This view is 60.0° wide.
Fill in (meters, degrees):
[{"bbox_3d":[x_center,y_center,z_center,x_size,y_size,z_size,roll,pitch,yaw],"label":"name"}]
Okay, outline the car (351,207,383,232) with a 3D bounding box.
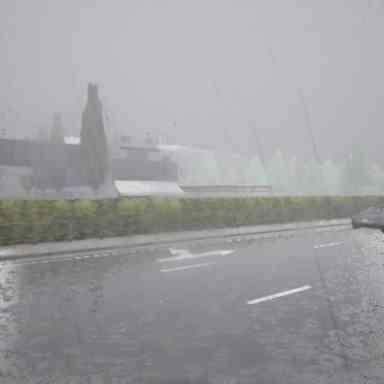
[{"bbox_3d":[11.804,1.631,20.704,4.181,1.385,1.994,0,0,-35],"label":"car"}]
